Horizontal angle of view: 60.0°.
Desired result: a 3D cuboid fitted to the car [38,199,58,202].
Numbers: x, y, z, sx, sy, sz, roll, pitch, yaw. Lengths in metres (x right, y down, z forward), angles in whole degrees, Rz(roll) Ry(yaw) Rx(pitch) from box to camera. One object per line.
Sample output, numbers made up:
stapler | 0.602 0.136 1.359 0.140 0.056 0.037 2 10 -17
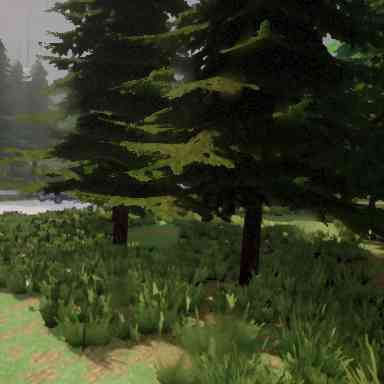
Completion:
car | -9.977 0.076 26.370 1.812 1.442 4.674 5 3 24
